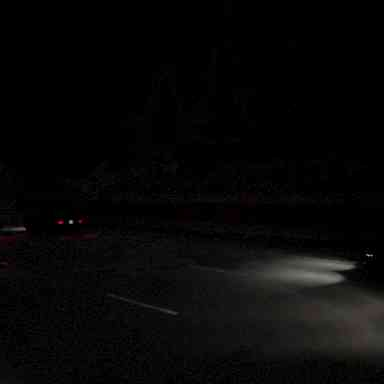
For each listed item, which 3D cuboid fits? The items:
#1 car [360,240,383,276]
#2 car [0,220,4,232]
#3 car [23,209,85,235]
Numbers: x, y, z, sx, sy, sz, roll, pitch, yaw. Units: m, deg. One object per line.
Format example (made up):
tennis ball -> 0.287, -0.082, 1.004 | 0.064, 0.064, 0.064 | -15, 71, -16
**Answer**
car -> 6.719, 1.536, 7.872 | 4.892, 1.490, 1.837 | 0, 0, 35
car -> -13.006, 1.856, 20.013 | 4.718, 1.301, 1.895 | -1, -1, 45
car -> -8.658, 1.783, 20.618 | 5.357, 1.411, 2.033 | -1, -1, 44
